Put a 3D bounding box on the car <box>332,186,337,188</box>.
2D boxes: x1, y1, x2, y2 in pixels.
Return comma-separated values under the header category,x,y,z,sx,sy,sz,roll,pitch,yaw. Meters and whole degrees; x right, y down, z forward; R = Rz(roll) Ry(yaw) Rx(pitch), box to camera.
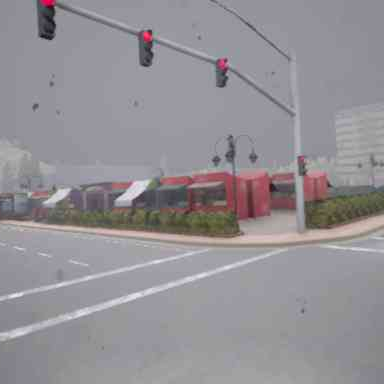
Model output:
category,x,y,z,sx,sy,sz,roll,pitch,yaw
car,22.746,-0.159,56.488,1.932,1.855,4.605,-3,0,-45
